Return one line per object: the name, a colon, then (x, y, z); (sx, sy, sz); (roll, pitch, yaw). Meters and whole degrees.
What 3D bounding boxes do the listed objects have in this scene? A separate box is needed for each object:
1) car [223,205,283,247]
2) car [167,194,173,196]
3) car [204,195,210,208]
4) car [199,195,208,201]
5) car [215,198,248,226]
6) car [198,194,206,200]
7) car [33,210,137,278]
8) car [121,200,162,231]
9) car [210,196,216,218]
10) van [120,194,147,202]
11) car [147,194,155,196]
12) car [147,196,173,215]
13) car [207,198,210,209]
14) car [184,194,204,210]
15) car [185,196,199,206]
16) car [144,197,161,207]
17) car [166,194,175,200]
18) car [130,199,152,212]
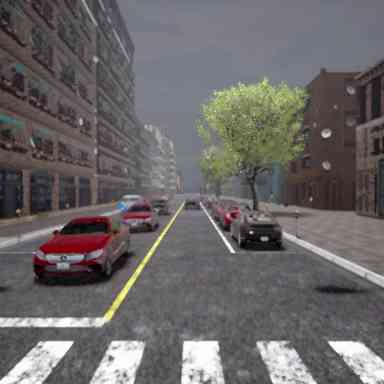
car: (2.693, 1.496, 14.504); (2.008, 1.369, 4.403); (0, 0, 0)
car: (-5.675, 1.311, 71.306); (1.752, 1.417, 4.829); (0, 0, 0)
car: (2.699, 1.403, 42.988); (2.008, 1.369, 4.403); (0, 0, 0)
car: (2.707, 1.324, 77.169); (2.008, 1.369, 4.403); (0, 0, 0)
car: (2.694, 1.365, 20.201); (1.967, 1.590, 4.097); (0, 0, 0)
car: (2.709, 1.299, 88.561); (1.887, 1.381, 4.507); (0, 0, 0)
car: (-3.068, 1.486, 10.202); (1.812, 1.442, 4.674); (0, 0, 0)
car: (-3.070, 1.452, 20.025); (1.812, 1.442, 4.674); (0, 0, 0)
car: (2.695, 1.345, 25.897); (1.967, 1.590, 4.097); (0, 0, 0)
van: (-5.684, 1.227, 31.598); (1.690, 1.788, 3.998); (0, 0, 0)
car: (-5.682, 1.167, 42.991); (2.192, 1.841, 5.009); (0, 0, 0)
car: (-3.074, 1.391, 32.056); (1.837, 1.490, 4.892); (0, 0, -1)
car: (2.697, 1.468, 31.595); (1.802, 1.307, 4.206); (0, 0, 0)
car: (0.011, 1.348, 41.270); (2.128, 1.511, 4.902); (0, 0, 0)
car: (0.014, 1.394, 51.799); (1.994, 1.385, 4.181); (0, 0, 0)
car: (-5.680, 1.403, 48.689); (1.947, 1.339, 4.313); (0, 0, 0)
car: (-5.671, 1.320, 88.566); (1.947, 1.339, 4.313); (0, 0, 0)
car: (-5.683, 1.450, 37.295); (1.802, 1.307, 4.206); (0, 0, 0)
